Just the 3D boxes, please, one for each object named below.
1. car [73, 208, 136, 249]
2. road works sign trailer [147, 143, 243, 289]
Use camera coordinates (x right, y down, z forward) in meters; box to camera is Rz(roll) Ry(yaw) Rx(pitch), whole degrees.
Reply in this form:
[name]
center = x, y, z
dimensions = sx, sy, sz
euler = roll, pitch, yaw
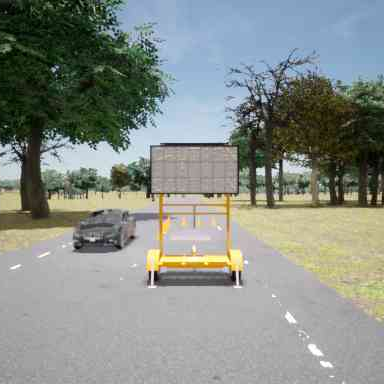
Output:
[car]
center = -3.635, 1.501, 14.529
dimensions = 1.837, 1.490, 4.892
euler = 0, 0, 0
[road works sign trailer]
center = 0.067, 0.461, 9.161
dimensions = 2.380, 3.560, 2.880
euler = 0, 0, 0
